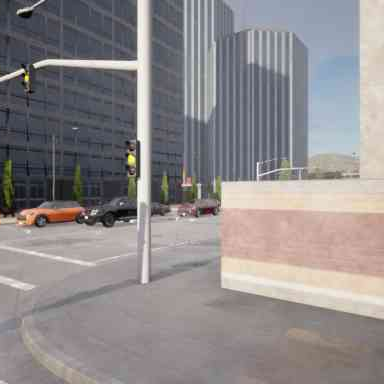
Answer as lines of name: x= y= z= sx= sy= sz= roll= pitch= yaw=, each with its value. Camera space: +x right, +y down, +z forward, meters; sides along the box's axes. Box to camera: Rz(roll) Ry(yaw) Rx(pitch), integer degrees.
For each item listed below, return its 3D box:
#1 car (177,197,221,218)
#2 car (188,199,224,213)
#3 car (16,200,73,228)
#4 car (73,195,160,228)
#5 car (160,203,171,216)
car: x=0.595 y=1.407 z=31.473 sx=2.097 sy=1.767 sz=4.553 roll=0 pitch=0 yaw=36
car: x=1.760 y=1.560 z=39.082 sx=1.837 sy=1.490 sz=4.892 roll=0 pitch=0 yaw=36
car: x=-9.688 y=1.407 z=23.155 sx=2.097 sy=1.767 sz=4.553 roll=0 pitch=0 yaw=36
car: x=-5.132 y=1.277 z=23.502 sx=2.150 sy=2.045 sz=5.566 roll=0 pitch=0 yaw=36
car: x=-4.164 y=1.603 z=30.851 sx=2.033 sy=1.411 sz=5.357 roll=0 pitch=0 yaw=36
